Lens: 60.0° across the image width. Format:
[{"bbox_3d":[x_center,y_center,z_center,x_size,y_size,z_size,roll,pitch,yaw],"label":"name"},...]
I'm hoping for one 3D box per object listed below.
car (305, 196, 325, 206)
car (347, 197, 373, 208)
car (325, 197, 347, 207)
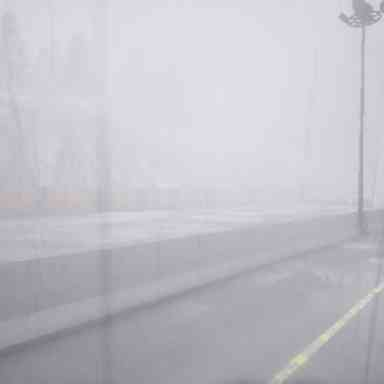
[{"bbox_3d":[19.916,1.405,53.622,1.882,1.535,5.008,2,1,42],"label":"car"},{"bbox_3d":[24.989,1.504,48.859,1.882,1.535,5.008,2,1,42],"label":"car"},{"bbox_3d":[22.799,1.505,51.610,1.812,1.442,4.674,1,1,42],"label":"car"}]
